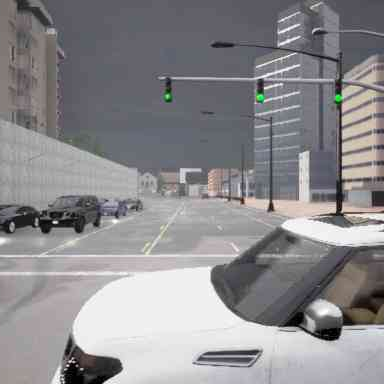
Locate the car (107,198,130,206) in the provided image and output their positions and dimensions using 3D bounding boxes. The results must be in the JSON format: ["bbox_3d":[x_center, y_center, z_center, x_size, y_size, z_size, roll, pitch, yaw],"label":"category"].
[{"bbox_3d":[-7.117,1.526,29.696,1.812,1.442,4.674,0,0,0],"label":"car"}]

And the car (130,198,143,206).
[{"bbox_3d":[-7.115,1.491,40.039,2.128,1.511,4.902,0,0,0],"label":"car"}]

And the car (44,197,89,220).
[{"bbox_3d":[-10.617,1.352,28.491,2.097,1.767,4.553,0,0,0],"label":"car"}]

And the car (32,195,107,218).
[{"bbox_3d":[-7.109,1.221,20.056,2.150,2.045,5.566,0,0,0],"label":"car"}]

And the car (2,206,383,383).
[{"bbox_3d":[1.616,1.236,3.144,5.566,2.045,2.150,0,0,0],"label":"car"}]

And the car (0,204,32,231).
[{"bbox_3d":[-10.612,1.505,19.423,1.837,1.490,4.892,0,0,0],"label":"car"}]

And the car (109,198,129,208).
[{"bbox_3d":[-10.586,1.601,48.369,1.895,1.301,4.718,0,0,0],"label":"car"}]

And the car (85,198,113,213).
[{"bbox_3d":[-10.617,1.505,38.309,1.837,1.490,4.892,0,0,0],"label":"car"}]
